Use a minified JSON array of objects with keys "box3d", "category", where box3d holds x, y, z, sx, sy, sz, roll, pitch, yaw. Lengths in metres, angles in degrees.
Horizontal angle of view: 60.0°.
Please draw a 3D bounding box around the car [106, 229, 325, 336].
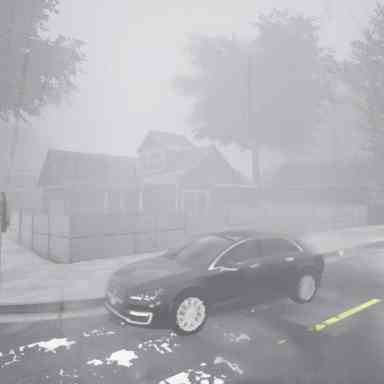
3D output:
[{"box3d":[0.716,1.570,6.859,4.892,1.490,1.837,0,-1,-34],"category":"car"}]
